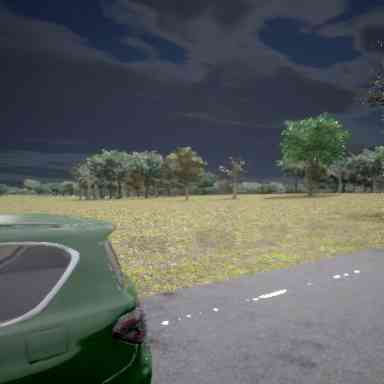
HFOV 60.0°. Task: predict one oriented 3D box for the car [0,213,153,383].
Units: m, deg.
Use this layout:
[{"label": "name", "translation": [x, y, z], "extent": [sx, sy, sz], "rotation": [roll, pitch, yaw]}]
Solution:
[{"label": "car", "translation": [-2.927, 1.219, 1.903], "extent": [5.566, 2.045, 2.150], "rotation": [0, 0, -36]}]
